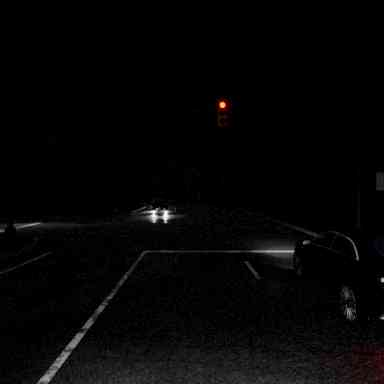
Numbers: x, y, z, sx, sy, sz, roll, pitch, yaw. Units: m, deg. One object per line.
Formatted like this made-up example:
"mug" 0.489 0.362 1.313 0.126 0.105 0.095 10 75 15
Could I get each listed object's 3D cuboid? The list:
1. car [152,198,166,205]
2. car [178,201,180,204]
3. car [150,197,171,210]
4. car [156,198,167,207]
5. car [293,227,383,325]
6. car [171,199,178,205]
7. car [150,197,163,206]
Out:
"car" -8.359 2.345 83.112 1.882 1.535 5.008 0 -1 -25
"car" -4.732 2.441 83.504 1.895 1.301 4.718 0 -1 -22
"car" -4.124 1.680 43.632 1.895 1.301 4.718 0 -1 -2
"car" -5.142 1.784 55.350 1.812 1.442 4.674 0 -1 -7
"car" 3.582 1.492 7.038 2.128 1.511 4.902 0 0 1
"car" -5.182 2.214 74.163 1.994 1.385 4.181 0 -1 -19
"car" -7.393 1.916 68.896 2.097 1.767 4.553 0 -1 -13
